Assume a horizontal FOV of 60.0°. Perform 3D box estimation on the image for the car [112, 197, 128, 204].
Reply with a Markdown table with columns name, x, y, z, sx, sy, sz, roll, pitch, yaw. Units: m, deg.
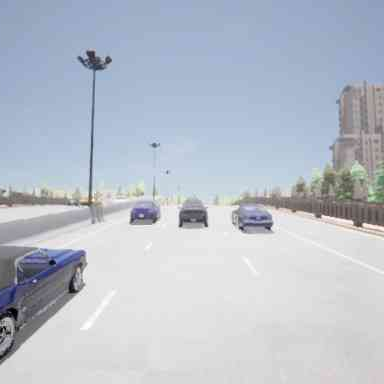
| name | x | y | z | sx | sy | sz | roll | pitch | yaw |
| --- | --- | --- | --- | --- | --- | --- | --- | --- | --- |
| car | -10.537 | 1.416 | 49.710 | 1.812 | 1.442 | 4.674 | 0 | -1 | 0 |

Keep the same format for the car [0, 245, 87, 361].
| name | x | y | z | sx | sy | sz | roll | pitch | yaw |
| --- | --- | --- | --- | --- | --- | --- | --- | --- | --- |
| car | -3.402 | 1.590 | 5.798 | 1.895 | 1.301 | 4.718 | 0 | 0 | 0 |

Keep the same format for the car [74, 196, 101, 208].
| name | x | y | z | sx | sy | sz | roll | pitch | yaw |
| --- | --- | --- | --- | --- | --- | --- | --- | --- | --- |
| car | -14.070 | 1.311 | 45.936 | 1.882 | 1.535 | 5.008 | 0 | -1 | 0 |

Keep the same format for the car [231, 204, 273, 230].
| name | x | y | z | sx | sy | sz | roll | pitch | yaw |
| --- | --- | --- | --- | --- | --- | --- | --- | --- | --- |
| car | 3.592 | 1.470 | 20.520 | 2.033 | 1.411 | 5.357 | 0 | 0 | 0 |

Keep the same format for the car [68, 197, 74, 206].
| name | x | y | z | sx | sy | sz | roll | pitch | yaw |
| --- | --- | --- | --- | --- | --- | --- | --- | --- | --- |
| car | -17.525 | 1.421 | 51.206 | 2.128 | 1.511 | 4.902 | 0 | -2 | 0 |

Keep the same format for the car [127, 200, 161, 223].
| name | x | y | z | sx | sy | sz | roll | pitch | yaw |
| --- | --- | --- | --- | --- | --- | --- | --- | --- | --- |
| car | -3.410 | 1.430 | 24.704 | 1.812 | 1.442 | 4.674 | 0 | 0 | 0 |

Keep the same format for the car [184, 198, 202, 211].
| name | x | y | z | sx | sy | sz | roll | pitch | yaw |
| --- | --- | --- | --- | --- | --- | --- | --- | --- | --- |
| car | 0.085 | 1.408 | 38.114 | 1.994 | 1.385 | 4.181 | 0 | 0 | 0 |

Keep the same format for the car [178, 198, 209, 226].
| name | x | y | z | sx | sy | sz | roll | pitch | yaw |
| --- | --- | --- | --- | --- | --- | --- | --- | --- | --- |
| car | 0.091 | 1.420 | 22.659 | 1.837 | 1.490 | 4.892 | 0 | 1 | 0 |
